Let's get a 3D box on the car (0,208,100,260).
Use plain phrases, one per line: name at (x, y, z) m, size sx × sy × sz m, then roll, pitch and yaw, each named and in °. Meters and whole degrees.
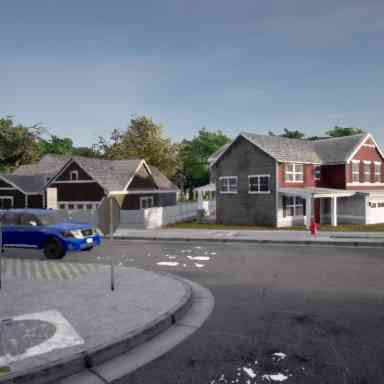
car at (-6.935, 1.788, 15.082) m, size 5.566 × 2.045 × 2.150 m, roll -2°, pitch 0°, yaw 21°
